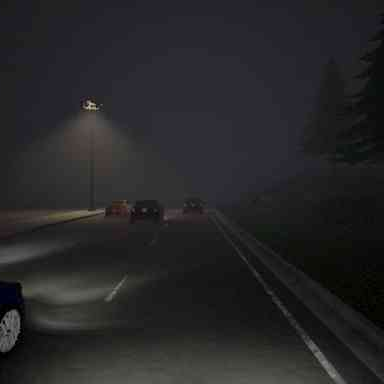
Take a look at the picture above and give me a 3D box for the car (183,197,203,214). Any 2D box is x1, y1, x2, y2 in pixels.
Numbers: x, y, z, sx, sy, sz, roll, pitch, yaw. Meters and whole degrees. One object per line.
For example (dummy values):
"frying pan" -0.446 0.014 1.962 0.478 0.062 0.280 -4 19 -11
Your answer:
"car" 0.108 1.352 35.371 2.097 1.767 4.553 0 0 0

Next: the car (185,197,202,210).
"car" 0.281 1.491 44.583 2.128 1.511 4.902 0 0 2

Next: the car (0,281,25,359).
"car" -3.403 1.478 2.933 1.882 1.535 5.008 0 0 0

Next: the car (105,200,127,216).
"car" -6.890 1.477 31.973 1.882 1.535 5.008 0 0 0

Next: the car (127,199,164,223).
"car" -3.392 1.352 25.844 2.097 1.767 4.553 0 0 0
